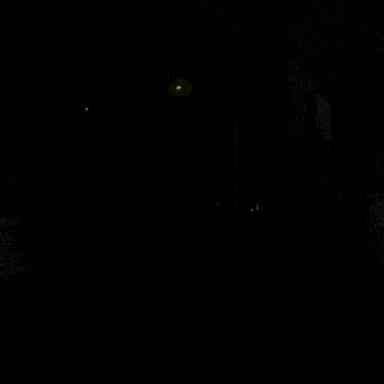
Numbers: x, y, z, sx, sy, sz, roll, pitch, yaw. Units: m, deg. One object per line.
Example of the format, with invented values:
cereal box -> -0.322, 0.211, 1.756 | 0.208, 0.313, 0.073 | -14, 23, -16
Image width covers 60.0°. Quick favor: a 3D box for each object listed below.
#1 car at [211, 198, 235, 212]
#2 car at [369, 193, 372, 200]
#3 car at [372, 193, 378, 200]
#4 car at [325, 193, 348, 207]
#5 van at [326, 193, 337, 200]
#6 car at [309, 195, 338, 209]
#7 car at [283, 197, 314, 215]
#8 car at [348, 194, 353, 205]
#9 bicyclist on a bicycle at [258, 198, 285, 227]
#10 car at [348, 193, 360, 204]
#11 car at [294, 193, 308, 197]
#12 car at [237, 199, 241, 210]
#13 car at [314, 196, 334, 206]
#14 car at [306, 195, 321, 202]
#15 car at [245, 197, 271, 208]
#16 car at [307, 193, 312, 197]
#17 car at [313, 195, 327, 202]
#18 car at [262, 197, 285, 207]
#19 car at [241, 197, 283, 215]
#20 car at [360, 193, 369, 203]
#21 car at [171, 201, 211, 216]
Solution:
car -> 2.922, 1.365, 36.905 | 1.967, 1.590, 4.097 | 0, 0, 35
car -> 35.641, 1.302, 69.341 | 1.752, 1.417, 4.829 | 0, 0, 35
car -> 41.945, 1.358, 78.486 | 1.802, 1.307, 4.206 | -1, 0, 35
car -> 19.540, 1.136, 45.991 | 2.192, 1.841, 5.009 | 0, 0, 35
van -> 34.932, 1.184, 83.336 | 1.690, 1.788, 3.998 | -1, 0, 35
car -> 16.340, 1.376, 41.348 | 1.887, 1.381, 4.507 | 0, 0, 35
car -> 9.939, 1.423, 32.062 | 1.947, 1.339, 4.313 | 0, 0, 35
car -> 22.741, 1.377, 50.632 | 1.947, 1.339, 4.313 | 0, 0, 35
bicyclist on a bicycle -> 4.497, 1.177, 18.952 | 1.656, 1.620, 0.582 | -1, 0, 35
car -> 25.941, 1.117, 55.275 | 2.192, 1.841, 5.009 | 0, 0, 35
car -> 18.928, 1.414, 60.121 | 1.887, 1.381, 4.507 | 0, 0, 35
car -> 6.124, 1.493, 41.549 | 1.802, 1.307, 4.206 | 0, 0, 35
car -> 20.893, 1.335, 52.486 | 1.837, 1.490, 4.892 | -1, 0, 35
car -> 25.332, 1.417, 69.407 | 1.947, 1.339, 4.313 | 0, 0, 35
car -> 9.228, 1.424, 46.051 | 1.752, 1.417, 4.829 | 0, 0, 35
car -> 22.128, 1.175, 64.764 | 2.192, 1.841, 5.009 | 0, 0, 35
car -> 28.532, 1.426, 74.048 | 1.802, 1.307, 4.206 | 0, 0, 35
car -> 12.526, 1.454, 50.835 | 1.947, 1.339, 4.313 | 0, 0, 35
car -> 6.781, 1.408, 32.019 | 1.812, 1.442, 4.674 | -1, 0, 35
car -> 32.343, 1.099, 64.560 | 2.192, 1.841, 5.009 | 0, 0, 35
car -> -0.278, 1.523, 32.263 | 1.802, 1.307, 4.206 | 0, 0, 35
